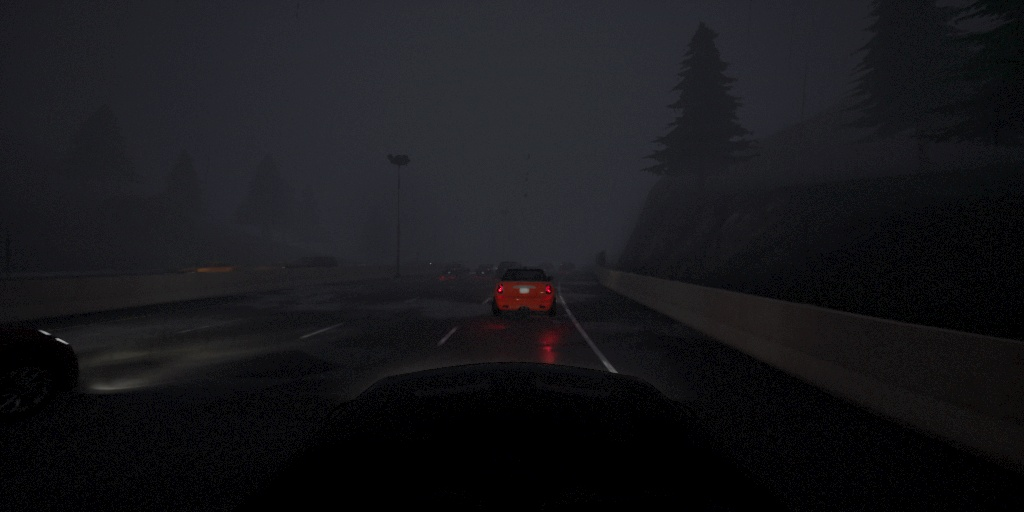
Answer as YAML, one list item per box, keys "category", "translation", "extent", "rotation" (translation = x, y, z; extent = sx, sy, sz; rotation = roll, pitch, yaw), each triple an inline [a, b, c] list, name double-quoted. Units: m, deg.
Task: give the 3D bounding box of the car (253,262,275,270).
- category: "car"
  translation: [-21.971, 1.262, 34.015]
  extent: [1.882, 1.535, 5.008]
  rotation: [0, 0, 10]

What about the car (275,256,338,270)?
- category: "car"
  translation: [-18.558, 1.023, 33.253]
  extent: [2.150, 2.045, 5.566]
  rotation: [0, 0, 9]

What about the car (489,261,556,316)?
- category: "car"
  translation: [0.543, 1.169, 13.902]
  extent: [2.097, 1.767, 4.553]
  rotation: [0, 0, 4]

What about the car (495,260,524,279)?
- category: "car"
  translation: [-0.160, 1.282, 35.970]
  extent: [2.097, 1.767, 4.553]
  rotation: [0, 0, 11]

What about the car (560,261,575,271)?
- category: "car"
  translation: [9.022, 1.594, 58.151]
  extent: [2.128, 1.511, 4.902]
  rotation: [0, -1, 19]

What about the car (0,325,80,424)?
- category: "car"
  translation: [-6.853, 1.065, 2.875]
  extent: [2.097, 1.767, 4.553]
  rotation: [0, 0, 0]

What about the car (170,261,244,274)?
- category: "car"
  translation: [-25.948, 1.221, 31.080]
  extent: [1.882, 1.535, 5.008]
  rotation: [0, 0, 8]

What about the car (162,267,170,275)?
- category: "car"
  translation: [-29.187, 1.240, 33.058]
  extent: [1.837, 1.490, 4.892]
  rotation: [0, -1, 9]

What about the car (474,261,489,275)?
- category: "car"
  translation: [-2.680, 1.543, 41.312]
  extent: [1.895, 1.301, 4.718]
  rotation: [0, 0, 13]

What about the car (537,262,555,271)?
- category: "car"
  translation: [5.554, 1.648, 58.583]
  extent: [1.994, 1.385, 4.181]
  rotation: [0, 0, 18]

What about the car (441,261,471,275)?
- category: "car"
  translation: [-6.330, 1.519, 41.063]
  extent: [1.895, 1.301, 4.718]
  rotation: [0, 0, 12]
